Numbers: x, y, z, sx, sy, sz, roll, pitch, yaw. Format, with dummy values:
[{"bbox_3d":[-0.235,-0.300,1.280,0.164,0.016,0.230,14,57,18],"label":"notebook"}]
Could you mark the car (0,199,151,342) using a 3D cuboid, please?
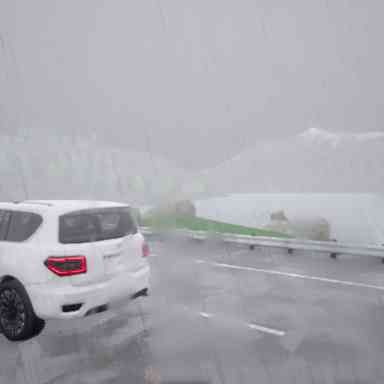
[{"bbox_3d":[-3.376,1.170,6.579,5.566,2.045,2.150,0,0,32],"label":"car"}]
